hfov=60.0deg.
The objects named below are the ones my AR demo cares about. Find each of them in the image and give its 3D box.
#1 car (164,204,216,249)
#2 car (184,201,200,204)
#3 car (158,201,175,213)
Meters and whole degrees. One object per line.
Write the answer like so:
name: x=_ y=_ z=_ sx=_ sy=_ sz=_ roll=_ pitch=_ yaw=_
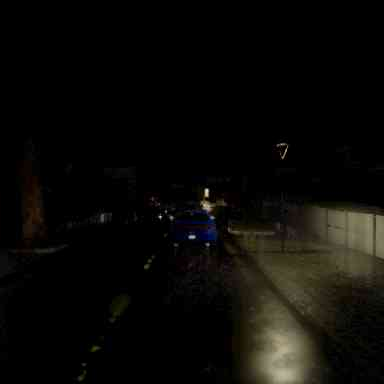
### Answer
car: x=0.000 y=1.503 z=14.660 sx=1.882 sy=1.535 sz=5.008 roll=0 pitch=0 yaw=0
car: x=0.000 y=1.575 z=29.671 sx=1.837 sy=1.490 sz=4.892 roll=0 pitch=0 yaw=0
car: x=-2.750 y=1.697 z=37.901 sx=2.033 sy=1.411 sz=5.357 roll=0 pitch=0 yaw=0
